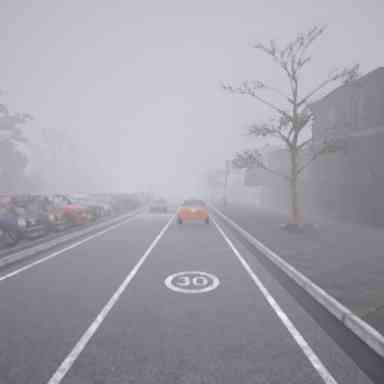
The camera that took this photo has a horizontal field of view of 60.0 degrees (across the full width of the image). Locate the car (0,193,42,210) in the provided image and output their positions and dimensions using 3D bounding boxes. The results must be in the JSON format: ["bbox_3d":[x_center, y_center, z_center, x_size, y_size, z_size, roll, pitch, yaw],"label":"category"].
[{"bbox_3d":[-22.032,1.112,41.589,5.566,2.045,2.435,0,0,0],"label":"car"}]

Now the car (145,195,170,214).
[{"bbox_3d":[-3.326,1.396,34.308,1.837,1.490,4.892,0,0,0],"label":"car"}]

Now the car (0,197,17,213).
[{"bbox_3d":[-22.185,1.375,36.039,5.366,1.575,1.946,0,0,0],"label":"car"}]

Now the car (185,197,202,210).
[{"bbox_3d":[0.123,1.397,42.407,2.033,1.411,5.357,0,0,0],"label":"car"}]

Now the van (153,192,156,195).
[{"bbox_3d":[-8.819,1.040,56.211,4.442,1.987,1.878,0,1,0],"label":"van"}]

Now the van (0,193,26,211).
[{"bbox_3d":[-22.118,1.145,38.813,4.442,1.987,1.878,0,0,0],"label":"van"}]

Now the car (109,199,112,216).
[{"bbox_3d":[-8.908,1.445,25.372,4.674,1.452,2.002,0,0,0],"label":"car"}]

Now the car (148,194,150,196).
[{"bbox_3d":[-8.926,1.372,47.801,4.674,1.452,2.002,0,0,0],"label":"car"}]

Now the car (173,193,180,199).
[{"bbox_3d":[-3.209,0.994,76.173,1.994,1.385,4.181,0,1,0],"label":"car"}]

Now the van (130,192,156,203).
[{"bbox_3d":[-9.057,0.982,61.821,4.442,1.987,1.878,0,1,0],"label":"van"}]

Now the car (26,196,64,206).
[{"bbox_3d":[-21.981,1.351,49.925,4.792,1.488,2.163,0,0,0],"label":"car"}]

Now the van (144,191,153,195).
[{"bbox_3d":[-9.050,1.064,53.410,4.442,1.987,1.878,0,0,0],"label":"van"}]

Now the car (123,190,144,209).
[{"bbox_3d":[-8.894,1.117,39.389,5.566,2.045,2.435,0,0,0],"label":"car"}]

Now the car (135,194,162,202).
[{"bbox_3d":[-8.760,1.146,67.430,5.366,1.575,1.946,0,1,0],"label":"car"}]

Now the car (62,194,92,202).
[{"bbox_3d":[-22.027,1.188,63.801,5.008,1.535,2.097,0,1,0],"label":"car"}]

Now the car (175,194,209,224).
[{"bbox_3d":[0.113,1.280,24.410,2.097,1.767,4.553,0,0,0],"label":"car"}]

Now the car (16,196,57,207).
[{"bbox_3d":[-22.037,1.366,47.142,4.792,1.488,2.163,0,0,0],"label":"car"}]

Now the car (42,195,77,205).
[{"bbox_3d":[-22.010,1.273,55.474,5.008,1.535,2.097,0,0,0],"label":"car"}]

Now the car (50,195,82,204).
[{"bbox_3d":[-22.011,1.247,58.251,4.892,1.521,2.231,0,1,0],"label":"car"}]

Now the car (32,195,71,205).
[{"bbox_3d":[-22.197,1.294,52.696,5.366,1.575,1.946,0,1,0],"label":"car"}]

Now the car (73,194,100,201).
[{"bbox_3d":[-22.033,1.131,69.353,4.892,1.521,2.231,0,1,0],"label":"car"}]

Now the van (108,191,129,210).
[{"bbox_3d":[-9.034,1.157,33.781,4.442,1.987,1.878,0,0,0],"label":"van"}]

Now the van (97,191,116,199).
[{"bbox_3d":[-22.156,0.730,86.002,4.442,1.987,1.878,0,1,0],"label":"van"}]

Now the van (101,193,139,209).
[{"bbox_3d":[-9.041,1.135,42.189,4.442,1.987,1.878,0,0,0],"label":"van"}]

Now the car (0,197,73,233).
[{"bbox_3d":[-8.872,1.302,16.962,4.553,1.767,2.185,0,0,0],"label":"car"}]

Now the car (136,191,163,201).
[{"bbox_3d":[-8.919,0.869,70.231,5.566,2.045,2.435,0,1,0],"label":"car"}]

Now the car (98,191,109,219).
[{"bbox_3d":[-8.880,1.161,22.568,5.566,2.045,2.435,0,0,0],"label":"car"}]

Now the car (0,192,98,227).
[{"bbox_3d":[-8.877,1.169,19.765,5.566,2.045,2.435,0,0,0],"label":"car"}]

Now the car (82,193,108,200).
[{"bbox_3d":[-21.845,1.069,74.903,5.366,1.575,1.946,0,1,0],"label":"car"}]

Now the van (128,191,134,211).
[{"bbox_3d":[-9.036,1.150,36.584,4.442,1.987,1.878,0,0,0],"label":"van"}]

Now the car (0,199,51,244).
[{"bbox_3d":[-8.870,1.309,14.158,4.553,1.767,2.185,0,0,0],"label":"car"}]

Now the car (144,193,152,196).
[{"bbox_3d":[-8.960,1.344,50.609,4.792,1.488,2.163,0,0,0],"label":"car"}]

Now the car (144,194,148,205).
[{"bbox_3d":[-8.933,1.348,44.998,4.892,1.521,2.231,0,0,0],"label":"car"}]

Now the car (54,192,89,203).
[{"bbox_3d":[-21.991,0.966,61.023,5.566,2.045,2.435,0,1,0],"label":"car"}]

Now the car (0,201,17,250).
[{"bbox_3d":[-8.930,1.316,11.355,4.553,1.767,2.185,0,0,0],"label":"car"}]

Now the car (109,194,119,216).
[{"bbox_3d":[-8.944,1.272,28.175,4.553,1.767,2.185,0,0,0],"label":"car"}]

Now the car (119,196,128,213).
[{"bbox_3d":[-8.909,1.391,30.978,4.892,1.521,2.231,0,0,0],"label":"car"}]

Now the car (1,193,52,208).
[{"bbox_3d":[-21.977,1.099,44.366,5.566,2.045,2.435,0,0,0],"label":"car"}]

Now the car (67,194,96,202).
[{"bbox_3d":[-22.029,1.159,66.577,5.008,1.535,2.097,0,1,0],"label":"car"}]
